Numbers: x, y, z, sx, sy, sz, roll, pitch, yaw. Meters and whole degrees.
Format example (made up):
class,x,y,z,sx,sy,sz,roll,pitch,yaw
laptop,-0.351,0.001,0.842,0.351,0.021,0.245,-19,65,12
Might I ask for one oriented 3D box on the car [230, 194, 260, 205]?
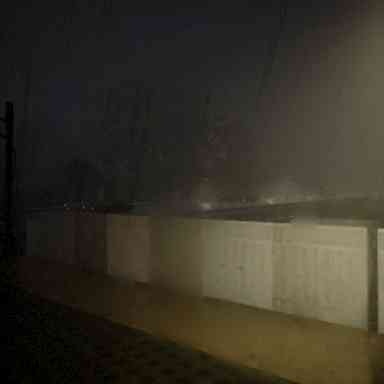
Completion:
class,x,y,z,sx,sy,sz,roll,pitch,yaw
car,8.113,1.012,48.306,1.837,1.490,4.892,3,2,41

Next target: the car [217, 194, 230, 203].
class,x,y,z,sx,sy,sz,roll,pitch,yaw
car,5.698,0.948,50.482,1.994,1.385,4.181,3,3,41

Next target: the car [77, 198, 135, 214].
class,x,y,z,sx,sy,sz,roll,pitch,yaw
car,-7.576,1.396,30.291,1.895,1.301,4.718,3,3,41

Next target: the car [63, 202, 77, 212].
class,x,y,z,sx,sy,sz,roll,pitch,yaw
car,-10.036,1.275,32.411,1.895,1.301,4.718,3,3,41
